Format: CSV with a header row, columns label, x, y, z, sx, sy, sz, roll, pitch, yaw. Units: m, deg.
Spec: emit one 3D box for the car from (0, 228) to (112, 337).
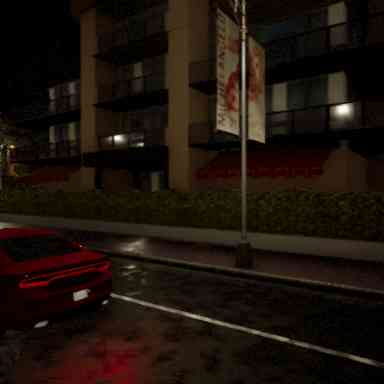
label,x,y,z,sx,sy,sz,roll,pitch,yaw
car,-3.767,1.456,6.586,5.008,1.535,1.882,0,0,35
